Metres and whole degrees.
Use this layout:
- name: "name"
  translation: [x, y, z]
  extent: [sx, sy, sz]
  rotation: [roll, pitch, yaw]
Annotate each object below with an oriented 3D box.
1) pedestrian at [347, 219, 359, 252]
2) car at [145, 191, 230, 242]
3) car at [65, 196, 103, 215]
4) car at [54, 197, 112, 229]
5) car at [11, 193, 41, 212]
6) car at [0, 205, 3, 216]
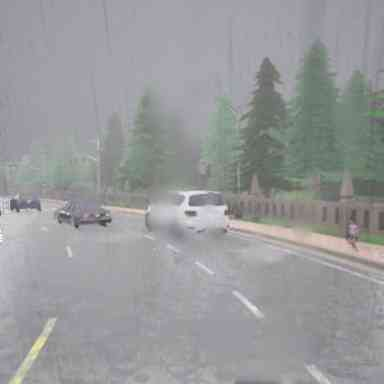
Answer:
- name: "pedestrian"
  translation: [5.164, 1.315, 10.558]
  extent: [0.500, 1.100, 0.500]
  rotation: [-1, 1, -17]
- name: "car"
  translation: [-0.397, 0.966, 15.289]
  extent: [2.150, 2.045, 5.566]
  rotation: [0, 1, -26]
- name: "car"
  translation: [-9.583, 1.131, 29.183]
  extent: [1.994, 1.385, 4.181]
  rotation: [-1, 1, -36]
- name: "car"
  translation: [-6.503, 1.257, 19.509]
  extent: [2.033, 1.411, 5.357]
  rotation: [-1, 1, -37]
- name: "car"
  translation: [-16.210, 0.904, 32.311]
  extent: [2.097, 1.767, 4.553]
  rotation: [-1, 1, -36]
- name: "car"
  translation: [-16.495, 1.248, 26.683]
  extent: [1.895, 1.301, 4.718]
  rotation: [-1, 1, -36]
